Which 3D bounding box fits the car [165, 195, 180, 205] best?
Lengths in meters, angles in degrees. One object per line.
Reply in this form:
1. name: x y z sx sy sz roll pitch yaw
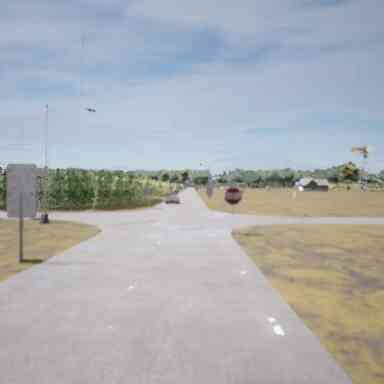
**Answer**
1. car: -2.752 1.093 47.627 1.994 1.385 4.181 0 1 0
